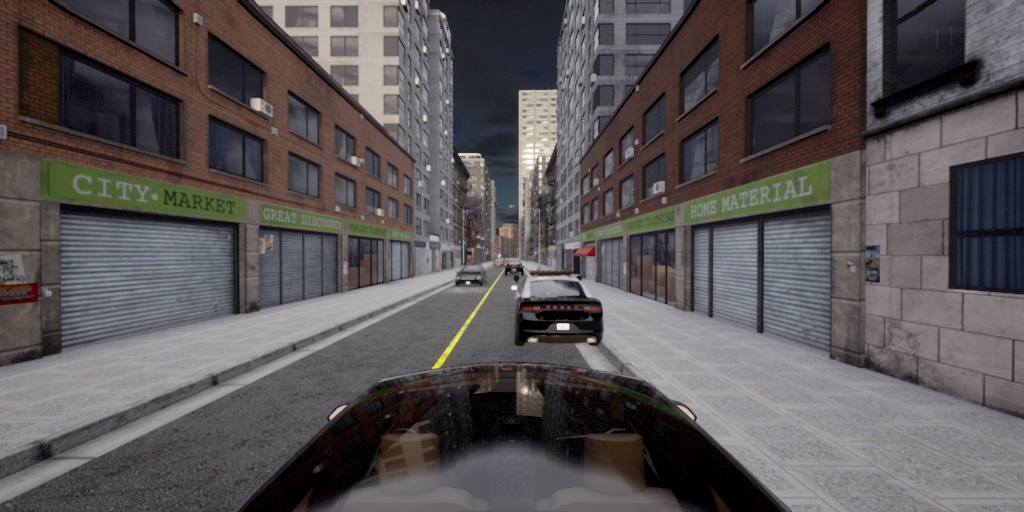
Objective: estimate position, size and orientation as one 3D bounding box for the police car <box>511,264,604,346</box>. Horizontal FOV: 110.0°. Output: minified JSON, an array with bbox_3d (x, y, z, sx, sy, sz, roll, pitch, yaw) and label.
[{"bbox_3d":[1.005,1.173,9.557,1.930,1.638,5.238,0,0,0],"label":"police car"}]

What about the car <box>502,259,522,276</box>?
[{"bbox_3d":[0.251,1.231,37.956,1.882,1.535,5.008,0,0,1],"label":"car"}]

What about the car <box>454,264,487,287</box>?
[{"bbox_3d":[-2.736,1.294,25.057,2.033,1.411,5.357,0,0,0],"label":"car"}]
